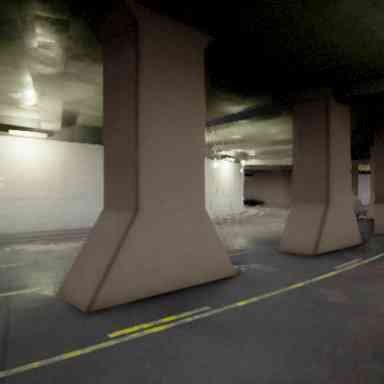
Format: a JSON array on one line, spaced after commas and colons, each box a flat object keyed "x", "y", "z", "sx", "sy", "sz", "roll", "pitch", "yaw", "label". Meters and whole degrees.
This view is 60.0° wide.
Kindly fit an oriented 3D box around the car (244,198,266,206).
[{"x": 11.695, "y": 1.825, "z": 62.589, "sx": 2.033, "sy": 1.411, "sz": 5.357, "roll": 0, "pitch": 0, "yaw": -22, "label": "car"}]
